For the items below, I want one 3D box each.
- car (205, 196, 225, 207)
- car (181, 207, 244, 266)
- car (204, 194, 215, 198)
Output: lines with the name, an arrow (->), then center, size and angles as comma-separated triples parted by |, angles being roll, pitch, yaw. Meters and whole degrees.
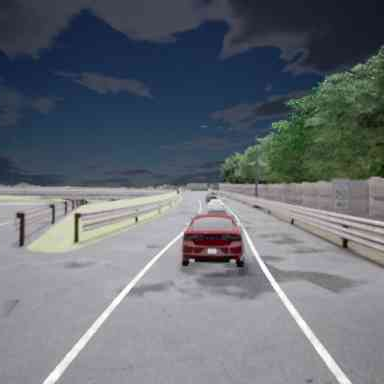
car -> 2.546, 1.503, 35.185 | 1.812, 1.442, 4.674 | 0, 1, 3
car -> 0.746, 1.508, 11.766 | 1.882, 1.535, 5.008 | 0, 0, 4
car -> 3.266, 1.100, 58.006 | 1.837, 1.490, 4.892 | 0, 2, 1
